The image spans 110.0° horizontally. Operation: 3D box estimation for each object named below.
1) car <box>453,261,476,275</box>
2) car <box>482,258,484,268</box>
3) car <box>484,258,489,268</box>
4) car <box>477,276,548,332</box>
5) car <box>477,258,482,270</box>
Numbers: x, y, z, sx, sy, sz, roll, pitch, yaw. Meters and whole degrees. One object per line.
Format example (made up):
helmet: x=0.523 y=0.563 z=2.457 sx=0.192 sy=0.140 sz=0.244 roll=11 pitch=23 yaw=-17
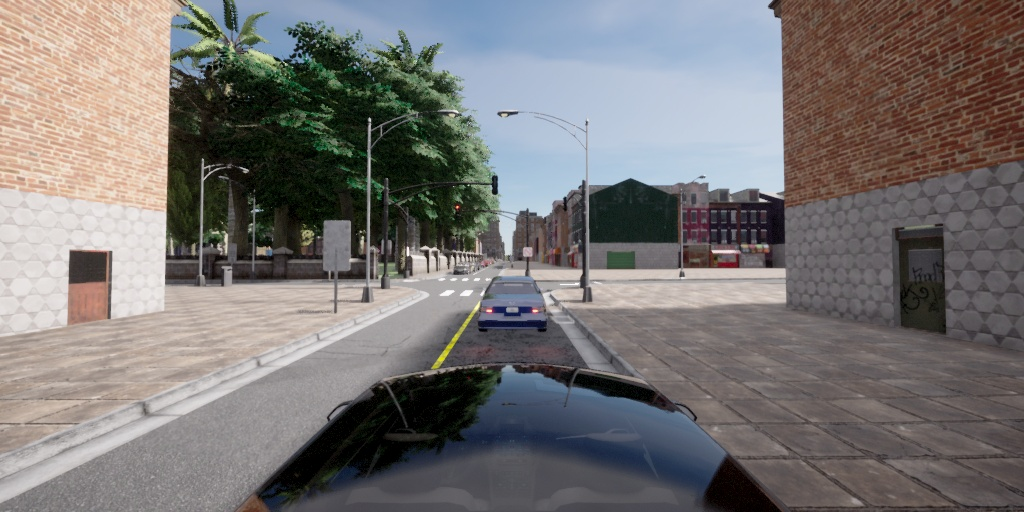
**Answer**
car: x=-5.497 y=1.333 z=39.996 sx=2.007 sy=1.370 sz=4.403 roll=0 pitch=0 yaw=0
car: x=-5.561 y=1.371 z=52.581 sx=1.948 sy=1.339 sz=4.313 roll=0 pitch=0 yaw=0
car: x=-5.640 y=1.416 z=63.481 sx=1.802 sy=1.307 sz=4.207 roll=0 pitch=0 yaw=0
car: x=0.028 y=1.301 z=10.850 sx=2.033 sy=1.411 sz=5.357 roll=0 pitch=0 yaw=0
car: x=-5.522 y=1.344 z=47.131 sx=2.007 sy=1.370 sz=4.403 roll=0 pitch=0 yaw=0
